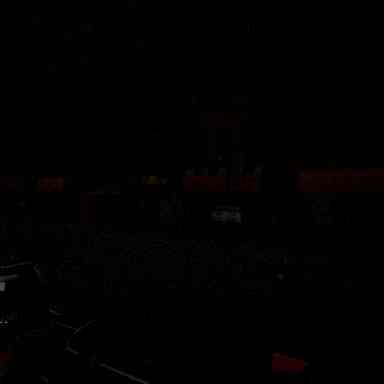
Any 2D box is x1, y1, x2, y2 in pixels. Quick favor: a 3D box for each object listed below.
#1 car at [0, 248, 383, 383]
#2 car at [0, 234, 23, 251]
[{"bbox_3d":[0.086,1.435,2.748,4.097,1.590,1.967,0,0,35],"label":"car"},{"bbox_3d":[-4.429,1.411,5.970,4.097,1.590,1.967,0,0,35],"label":"car"}]
